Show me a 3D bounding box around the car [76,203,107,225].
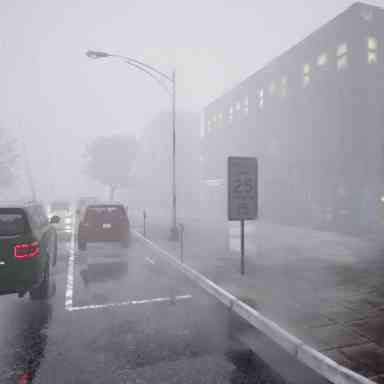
[{"bbox_3d":[-7.552,1.560,24.824,2.008,1.369,4.403,1,0,-19],"label":"car"}]

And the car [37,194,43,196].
[{"bbox_3d":[-30.096,1.452,63.905,1.967,1.590,4.097,1,0,-19],"label":"car"}]

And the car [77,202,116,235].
[{"bbox_3d":[-5.721,1.448,19.591,1.967,1.590,4.097,1,0,-19],"label":"car"}]

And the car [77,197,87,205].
[{"bbox_3d":[-20.361,1.597,61.450,1.802,1.307,4.206,1,0,-19],"label":"car"}]

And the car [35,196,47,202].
[{"bbox_3d":[-33.756,1.562,74.369,2.008,1.369,4.403,1,0,-19],"label":"car"}]

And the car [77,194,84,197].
[{"bbox_3d":[-9.379,1.326,30.058,2.192,1.841,5.009,1,0,-19],"label":"car"}]

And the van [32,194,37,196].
[{"bbox_3d":[-26.434,1.354,53.441,1.690,1.788,3.998,1,0,-19],"label":"van"}]

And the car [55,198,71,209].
[{"bbox_3d":[-18.120,1.615,46.864,1.895,1.301,4.718,0,0,-19],"label":"car"}]

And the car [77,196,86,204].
[{"bbox_3d":[-22.246,1.539,66.843,1.752,1.417,4.829,1,0,-19],"label":"car"}]

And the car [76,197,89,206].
[{"bbox_3d":[-18.530,1.566,56.217,2.008,1.369,4.403,1,0,-19],"label":"car"}]

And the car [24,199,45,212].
[{"bbox_3d":[-19.006,1.613,40.311,1.895,1.301,4.718,0,0,-19],"label":"car"}]

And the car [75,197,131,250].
[{"bbox_3d":[-3.890,1.321,14.359,2.192,1.841,5.009,1,0,-19],"label":"car"}]

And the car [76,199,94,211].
[{"bbox_3d":[-13.042,1.579,40.521,1.947,1.339,4.313,1,0,-19],"label":"car"}]

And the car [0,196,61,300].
[{"bbox_3d":[-4.573,1.224,8.129,2.150,2.045,5.566,0,0,-19],"label":"car"}]

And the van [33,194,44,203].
[{"bbox_3d":[-31.924,1.353,69.137,1.690,1.788,3.998,1,0,-19],"label":"van"}]

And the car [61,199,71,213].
[{"bbox_3d":[-14.795,1.490,37.524,1.882,1.535,5.008,0,0,-19],"label":"car"}]

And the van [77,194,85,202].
[{"bbox_3d":[-25.848,1.354,77.149,1.690,1.788,3.998,1,0,-19],"label":"van"}]
